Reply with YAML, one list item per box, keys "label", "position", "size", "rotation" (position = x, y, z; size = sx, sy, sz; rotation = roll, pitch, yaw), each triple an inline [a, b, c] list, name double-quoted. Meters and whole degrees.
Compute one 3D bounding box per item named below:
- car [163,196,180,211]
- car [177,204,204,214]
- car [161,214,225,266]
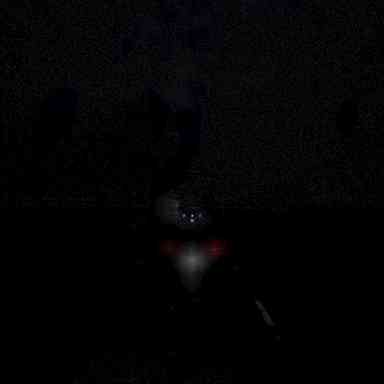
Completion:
- label: "car"
  position: [-2.782, 1.570, 46.490]
  size: [2.150, 2.045, 5.566]
  rotation: [0, -1, 1]
- label: "car"
  position: [0.042, 1.811, 26.810]
  size: [1.895, 1.301, 4.718]
  rotation: [0, 0, 1]
- label: "car"
  position: [0.043, 1.695, 11.812]
  size: [1.895, 1.301, 4.718]
  rotation: [0, 0, 1]
